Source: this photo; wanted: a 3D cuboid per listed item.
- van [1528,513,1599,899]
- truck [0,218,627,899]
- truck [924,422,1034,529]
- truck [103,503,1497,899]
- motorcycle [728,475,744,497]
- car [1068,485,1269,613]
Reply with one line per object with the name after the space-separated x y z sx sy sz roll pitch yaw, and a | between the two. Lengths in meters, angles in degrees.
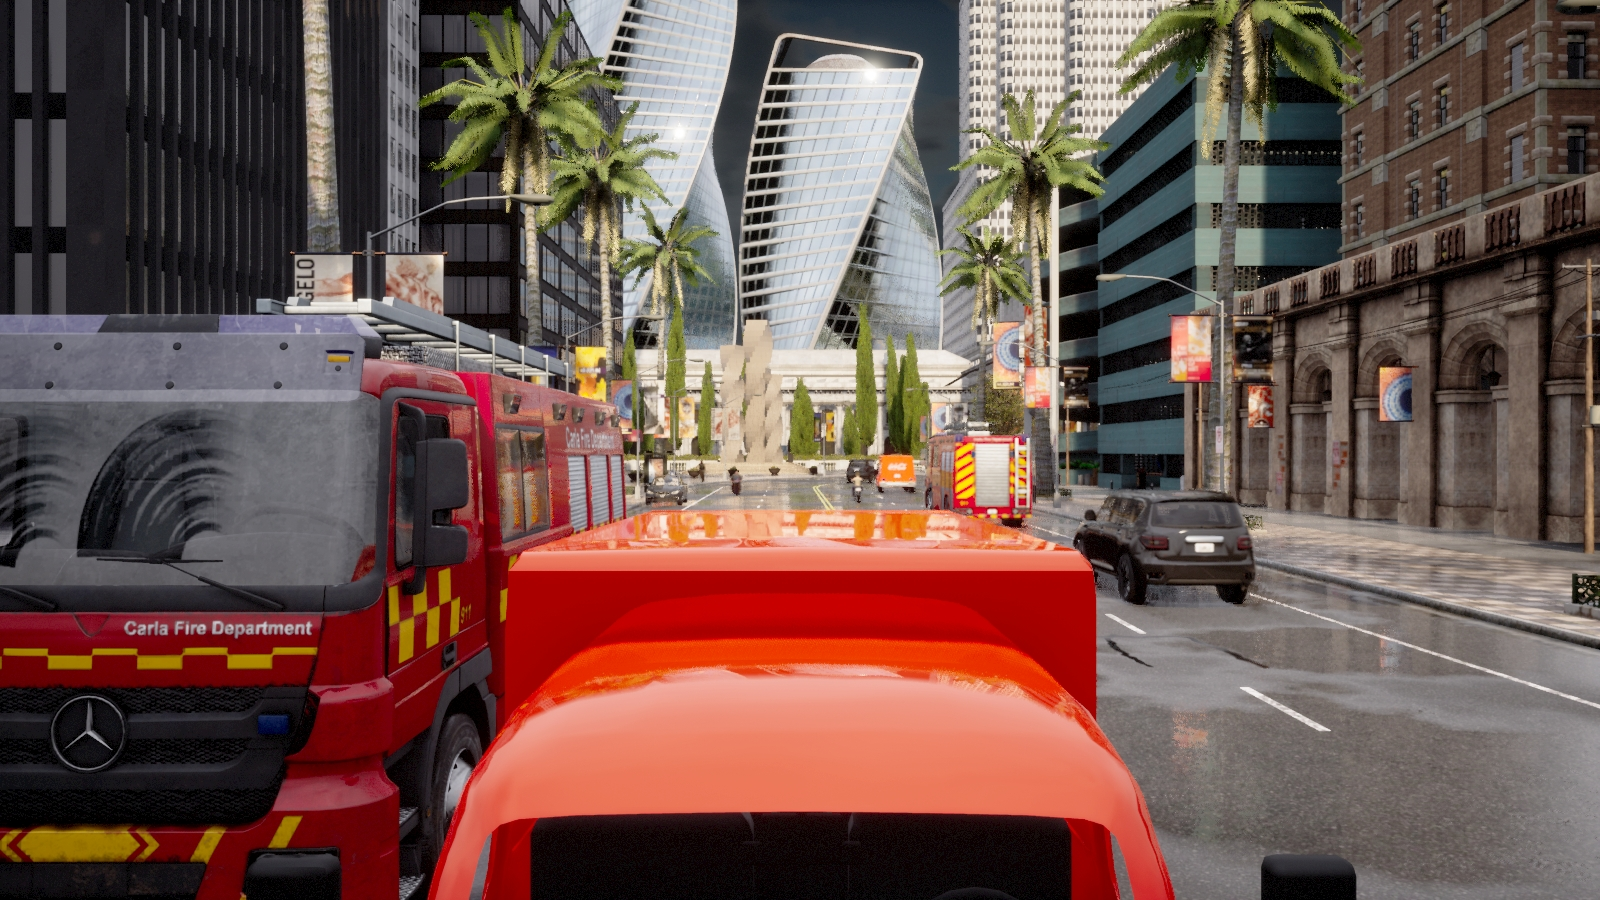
4.481 1.536 1.874 1.988 2.561 5.915 0 0 -12 | van
-3.491 0.895 9.272 2.891 3.827 8.468 0 0 0 | truck
6.826 0.907 44.877 2.891 3.827 8.468 0 0 -1 | truck
-0.001 1.571 4.755 2.627 2.467 5.204 0 0 0 | truck
-3.953 2.231 71.054 0.867 1.251 2.209 0 0 0 | motorcycle
7.011 1.788 22.503 2.150 2.045 5.566 0 0 0 | car
